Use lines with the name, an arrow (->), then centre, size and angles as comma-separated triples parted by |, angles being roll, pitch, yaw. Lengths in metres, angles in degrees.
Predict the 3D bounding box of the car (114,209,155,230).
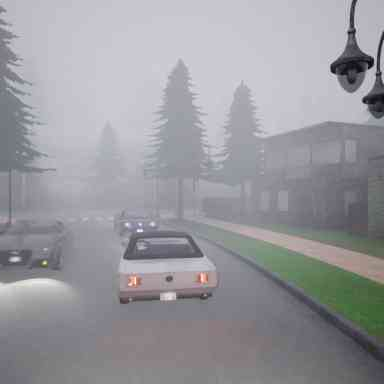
car -> -3.196, 1.601, 18.253 | 1.895, 1.301, 4.718 | 0, 0, -18

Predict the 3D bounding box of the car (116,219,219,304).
car -> -0.805, 1.601, 8.204 | 1.895, 1.301, 4.718 | 0, 0, -10

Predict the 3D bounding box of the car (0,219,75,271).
car -> -4.990, 1.564, 10.611 | 1.994, 1.385, 4.181 | 0, 0, -12
